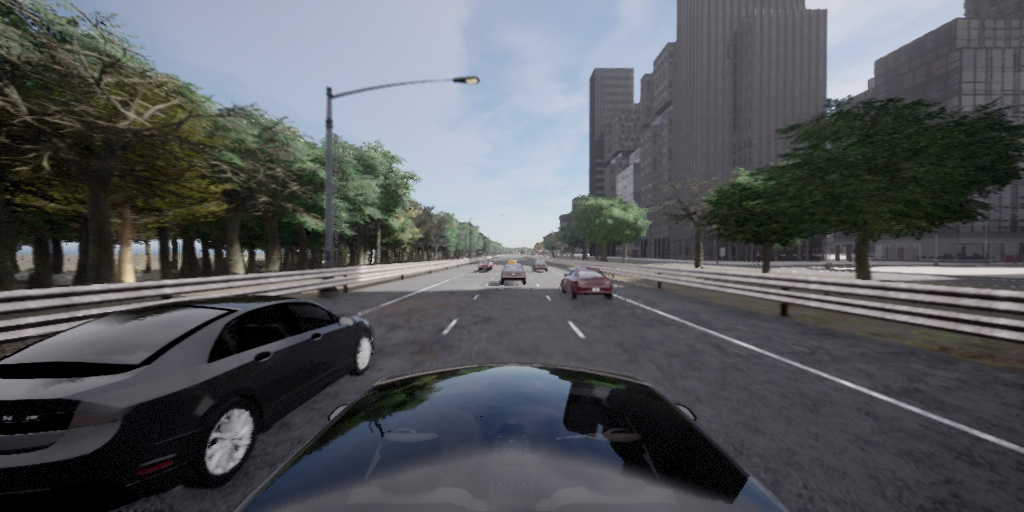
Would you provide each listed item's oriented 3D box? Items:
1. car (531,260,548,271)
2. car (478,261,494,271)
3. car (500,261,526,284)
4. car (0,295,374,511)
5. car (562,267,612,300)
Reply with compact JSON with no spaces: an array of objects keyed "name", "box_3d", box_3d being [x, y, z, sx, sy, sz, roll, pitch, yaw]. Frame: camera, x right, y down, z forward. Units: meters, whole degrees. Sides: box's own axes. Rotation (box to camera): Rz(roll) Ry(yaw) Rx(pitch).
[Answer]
[{"name":"car","box_3d":[3.603,1.256,47.045,2.033,1.411,5.357,0,0,0]},{"name":"car","box_3d":[-3.405,1.309,47.306,1.895,1.301,4.718,0,0,0]},{"name":"car","box_3d":[0.099,1.298,27.254,2.033,1.411,5.357,0,0,0]},{"name":"car","box_3d":[-3.400,1.256,4.577,1.837,1.490,4.892,0,0,0]},{"name":"car","box_3d":[3.600,1.283,17.672,1.812,1.442,4.674,0,0,0]}]
